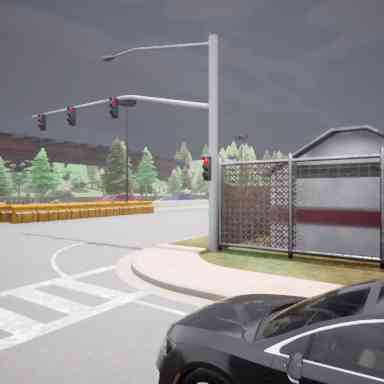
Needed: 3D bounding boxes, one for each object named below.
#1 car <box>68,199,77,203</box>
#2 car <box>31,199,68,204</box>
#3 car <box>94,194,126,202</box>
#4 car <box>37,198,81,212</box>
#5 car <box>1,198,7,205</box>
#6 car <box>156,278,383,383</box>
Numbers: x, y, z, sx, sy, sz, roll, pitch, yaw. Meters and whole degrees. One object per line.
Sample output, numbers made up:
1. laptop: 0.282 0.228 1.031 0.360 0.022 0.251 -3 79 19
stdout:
1. car: -14.903 1.600 34.978 1.895 1.301 4.718 0 0 34
2. car: -13.879 1.564 30.200 1.994 1.385 4.181 0 0 33
3. car: -8.743 1.221 37.910 2.150 2.045 5.566 0 0 34
4. car: -15.841 1.525 39.857 1.812 1.442 4.674 0 0 34
5. car: -20.676 1.352 32.635 2.097 1.767 4.553 0 0 34
6. car: 1.873 1.505 2.671 4.892 1.490 1.837 0 0 36
